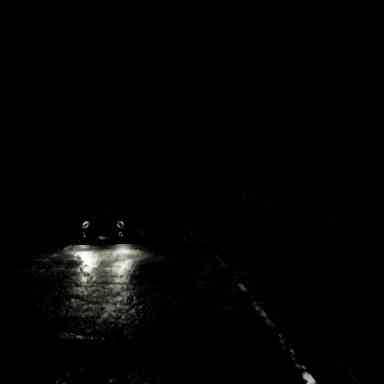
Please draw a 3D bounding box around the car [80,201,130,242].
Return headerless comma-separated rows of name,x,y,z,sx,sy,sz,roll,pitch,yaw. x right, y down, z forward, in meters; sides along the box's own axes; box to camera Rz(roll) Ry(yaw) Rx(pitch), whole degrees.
car,-4.383,1.525,17.329,2.097,1.767,4.553,0,-1,-8
